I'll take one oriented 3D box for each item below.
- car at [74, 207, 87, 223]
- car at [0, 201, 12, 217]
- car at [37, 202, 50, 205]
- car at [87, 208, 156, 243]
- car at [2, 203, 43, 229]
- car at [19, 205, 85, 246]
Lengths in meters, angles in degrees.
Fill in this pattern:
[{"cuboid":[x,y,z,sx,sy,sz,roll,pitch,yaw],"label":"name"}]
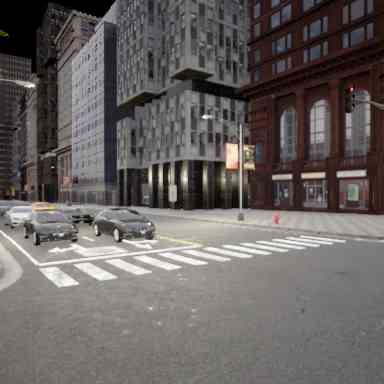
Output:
[{"cuboid":[-8.870,1.800,24.774,1.895,1.301,4.718,0,0,-35],"label":"car"},{"cuboid":[-18.905,1.700,33.596,2.097,1.767,4.553,0,-1,-34],"label":"car"},{"cuboid":[-15.632,1.806,34.575,1.882,1.535,5.008,0,-1,-35],"label":"car"},{"cuboid":[-3.605,1.623,17.155,1.837,1.490,4.892,0,0,-35],"label":"car"},{"cuboid":[-12.171,1.743,23.835,1.812,1.442,4.674,0,0,-35],"label":"car"},{"cuboid":[-7.068,1.641,16.448,1.837,1.490,4.892,0,0,-35],"label":"car"}]
